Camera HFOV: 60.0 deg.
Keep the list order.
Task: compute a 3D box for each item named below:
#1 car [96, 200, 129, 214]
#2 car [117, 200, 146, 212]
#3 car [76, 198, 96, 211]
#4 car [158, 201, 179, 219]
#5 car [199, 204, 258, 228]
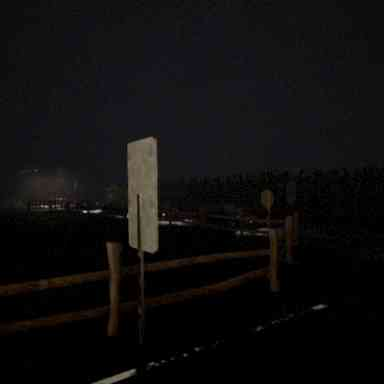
[{"bbox_3d":[-8.676,1.708,37.669,2.033,1.411,5.357,-1,0,-35],"label":"car"},{"bbox_3d":[-7.551,1.699,41.174,1.994,1.385,4.181,-1,0,-35],"label":"car"},{"bbox_3d":[-14.596,1.601,46.102,2.097,1.767,4.553,-1,0,-33],"label":"car"},{"bbox_3d":[-3.013,1.585,29.658,1.837,1.490,4.892,-1,0,-35],"label":"car"},{"bbox_3d":[2.281,1.532,22.163,1.812,1.442,4.674,-1,0,-35],"label":"car"}]
